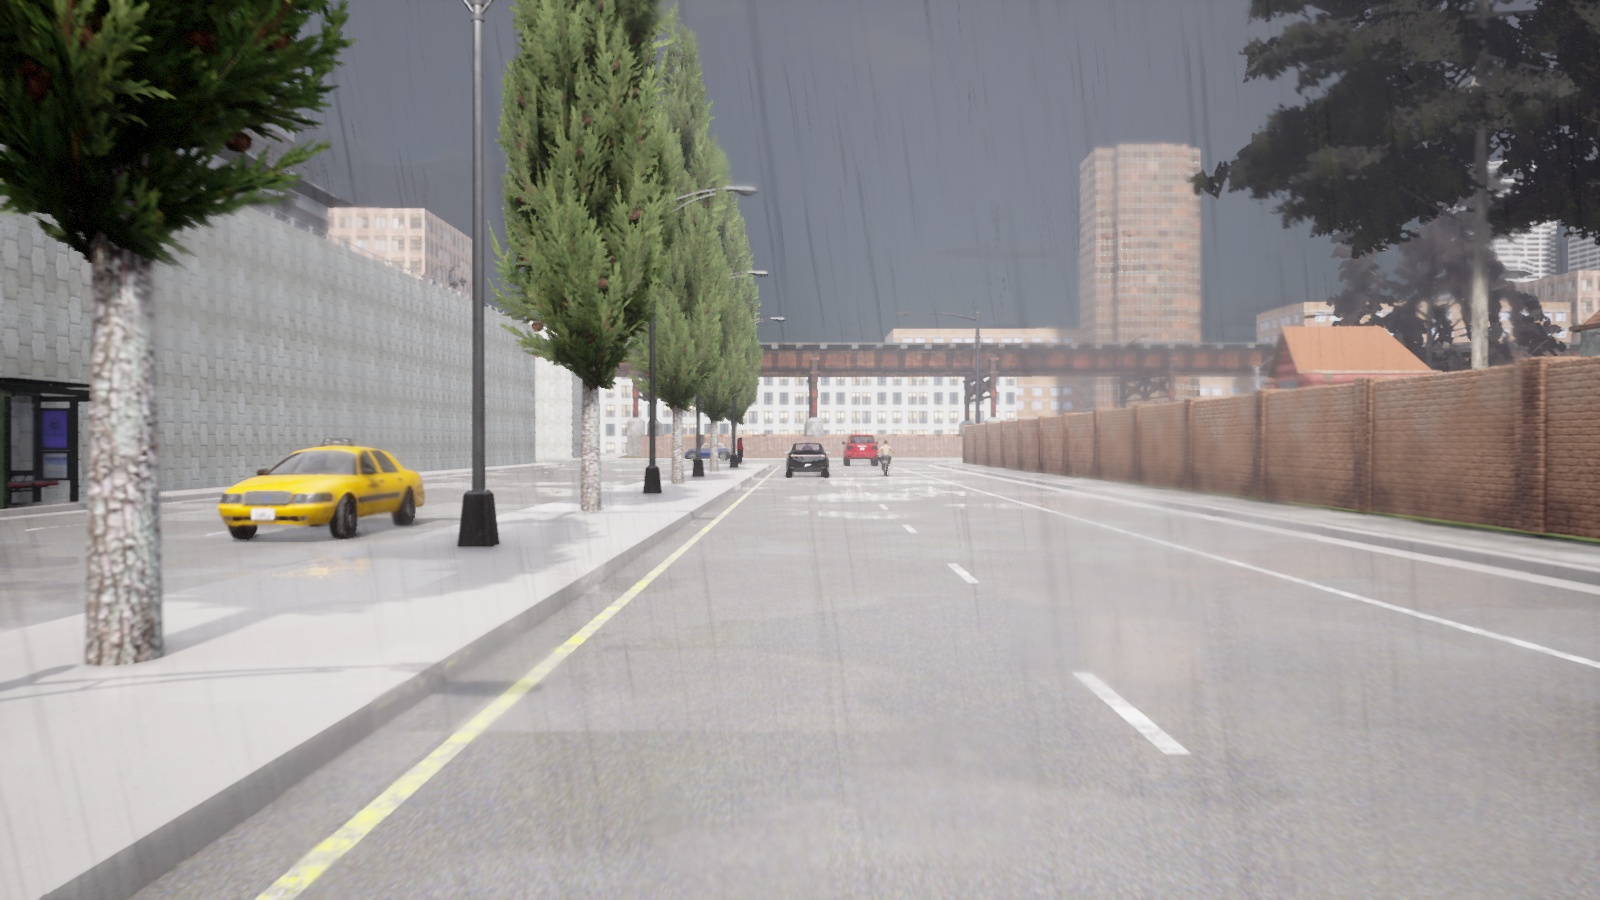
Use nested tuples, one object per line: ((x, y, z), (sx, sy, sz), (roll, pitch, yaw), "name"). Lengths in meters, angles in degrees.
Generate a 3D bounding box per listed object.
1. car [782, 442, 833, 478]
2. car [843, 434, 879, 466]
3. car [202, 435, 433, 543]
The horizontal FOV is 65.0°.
((0.330, 0.392, 55.249), (2.128, 1.511, 4.902), (0, 0, 0), "car")
((3.985, 0.003, 82.616), (2.150, 2.045, 5.566), (0, 0, 0), "car")
((-7.865, 0.560, 21.122), (1.801, 1.575, 5.366), (0, 0, 0), "car")
